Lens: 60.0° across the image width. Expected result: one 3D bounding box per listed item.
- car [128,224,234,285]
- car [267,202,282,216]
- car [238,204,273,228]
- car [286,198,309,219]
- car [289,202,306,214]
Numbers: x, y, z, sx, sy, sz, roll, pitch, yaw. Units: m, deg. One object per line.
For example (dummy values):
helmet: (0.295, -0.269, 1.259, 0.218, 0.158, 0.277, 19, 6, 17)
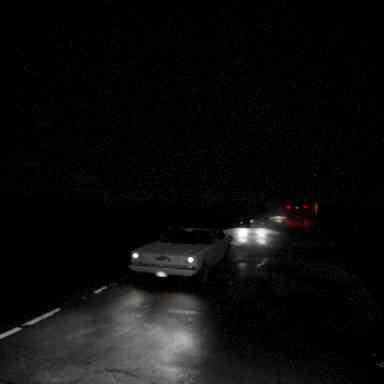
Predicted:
car: (-0.061, 1.701, 10.100, 1.895, 1.301, 4.718, 0, -1, 18)
car: (9.568, 1.976, 39.420, 1.882, 1.535, 5.008, 0, -1, 18)
car: (4.694, 1.858, 24.724, 1.994, 1.385, 4.181, 0, -1, 17)
car: (11.029, 1.683, 34.824, 2.150, 2.045, 5.566, 0, -1, 18)
car: (14.302, 2.150, 45.031, 2.033, 1.411, 5.357, 0, -1, 18)
